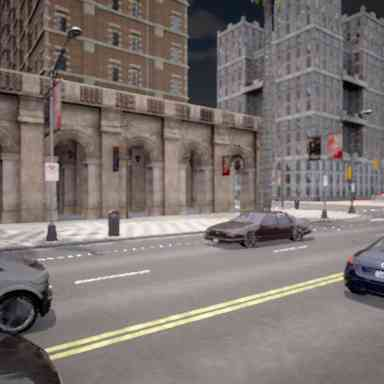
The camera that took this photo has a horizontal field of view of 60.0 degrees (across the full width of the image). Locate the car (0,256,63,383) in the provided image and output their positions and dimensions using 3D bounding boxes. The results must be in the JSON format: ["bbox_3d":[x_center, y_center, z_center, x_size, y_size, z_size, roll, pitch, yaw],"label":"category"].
[{"bbox_3d":[-3.147,1.493,1.507,4.902,1.511,2.128,0,0,-35],"label":"car"}]

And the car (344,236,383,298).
[{"bbox_3d":[5.308,1.559,7.522,4.181,1.385,1.994,0,0,-36],"label":"car"}]

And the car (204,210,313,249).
[{"bbox_3d":[3.123,1.541,14.786,5.357,1.411,2.033,0,0,-35],"label":"car"}]

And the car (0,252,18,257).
[{"bbox_3d":[-4.432,1.565,5.141,4.181,1.385,1.994,0,0,-35],"label":"car"}]
